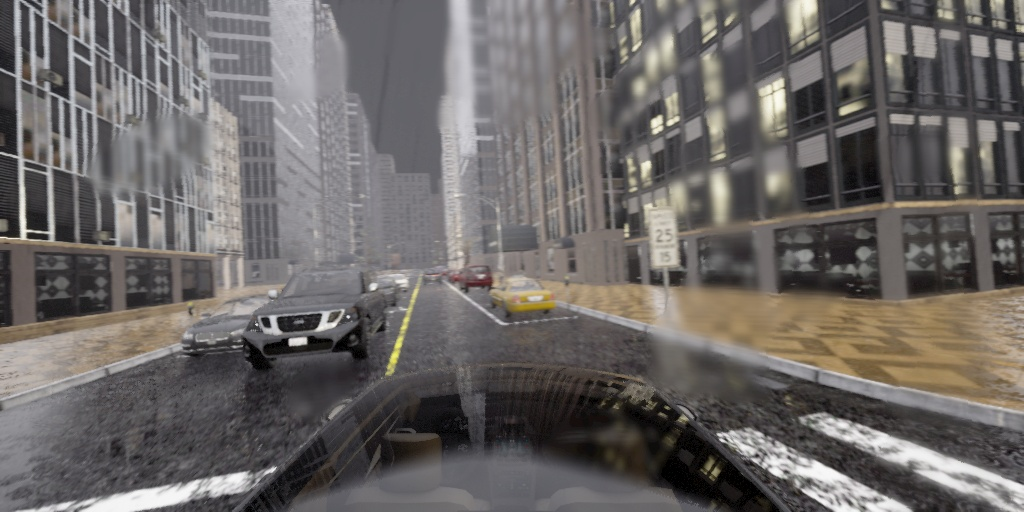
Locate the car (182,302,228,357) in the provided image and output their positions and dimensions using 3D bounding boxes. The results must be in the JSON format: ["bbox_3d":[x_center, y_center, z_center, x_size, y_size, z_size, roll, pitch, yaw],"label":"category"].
[{"bbox_3d":[-7.460,1.827,10.431,2.007,1.370,4.403,0,0,-14],"label":"car"}]

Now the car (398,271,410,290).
[{"bbox_3d":[-9.420,2.203,29.145,1.812,1.442,4.674,-3,-1,-14],"label":"car"}]

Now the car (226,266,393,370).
[{"bbox_3d":[-4.617,1.315,9.348,2.150,2.045,5.566,-3,-1,-13],"label":"car"}]

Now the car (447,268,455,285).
[{"bbox_3d":[-5.220,2.093,36.435,1.888,1.381,4.507,0,0,-14],"label":"car"}]

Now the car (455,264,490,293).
[{"bbox_3d":[-2.547,1.541,25.479,2.192,1.841,5.009,0,0,-14],"label":"car"}]

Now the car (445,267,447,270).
[{"bbox_3d":[-6.558,2.291,41.913,1.802,1.307,4.207,0,0,-14],"label":"car"}]

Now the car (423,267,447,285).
[{"bbox_3d":[-8.605,2.273,38.962,2.128,1.511,4.902,-3,-1,-13],"label":"car"}]

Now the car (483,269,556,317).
[{"bbox_3d":[0.248,1.406,13.866,1.751,1.417,4.829,0,0,-14],"label":"car"}]

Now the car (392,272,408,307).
[{"bbox_3d":[-6.990,1.874,19.135,2.128,1.511,4.902,-3,-1,-14],"label":"car"}]
